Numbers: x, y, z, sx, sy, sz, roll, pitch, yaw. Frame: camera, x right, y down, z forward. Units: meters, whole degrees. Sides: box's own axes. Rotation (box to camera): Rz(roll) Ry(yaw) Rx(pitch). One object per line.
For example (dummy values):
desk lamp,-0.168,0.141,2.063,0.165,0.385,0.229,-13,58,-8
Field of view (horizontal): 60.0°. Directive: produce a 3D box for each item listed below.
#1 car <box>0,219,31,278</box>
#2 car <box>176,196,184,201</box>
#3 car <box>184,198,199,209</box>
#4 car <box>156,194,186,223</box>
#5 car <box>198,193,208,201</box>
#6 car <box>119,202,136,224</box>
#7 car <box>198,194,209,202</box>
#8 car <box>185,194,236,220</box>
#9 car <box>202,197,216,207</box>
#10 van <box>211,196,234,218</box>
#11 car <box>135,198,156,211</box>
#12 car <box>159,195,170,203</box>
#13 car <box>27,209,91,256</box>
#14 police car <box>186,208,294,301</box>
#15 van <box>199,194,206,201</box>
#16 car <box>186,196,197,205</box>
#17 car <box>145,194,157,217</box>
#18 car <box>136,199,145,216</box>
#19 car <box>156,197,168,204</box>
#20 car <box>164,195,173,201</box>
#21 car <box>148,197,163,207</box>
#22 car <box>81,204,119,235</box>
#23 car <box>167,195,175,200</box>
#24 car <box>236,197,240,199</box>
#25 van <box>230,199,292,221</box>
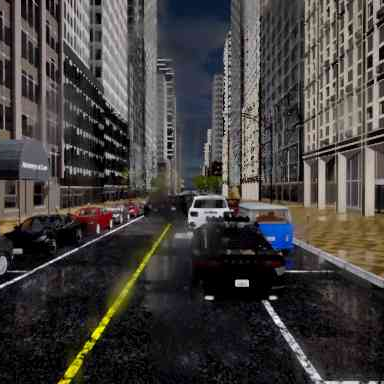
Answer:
car,-5.706,1.549,7.367,2.008,1.369,4.403,-1,0,0
car,-3.071,1.578,83.372,1.895,1.301,4.718,0,0,0
car,-0.027,1.553,45.684,1.994,1.385,4.181,0,0,1
car,-0.165,1.214,24.787,2.150,2.045,5.566,-1,0,24
car,2.611,1.293,81.262,2.192,1.841,5.009,-1,0,0
car,-5.721,1.545,24.418,2.008,1.369,4.403,-1,0,0
car,2.615,1.295,75.578,2.192,1.841,5.009,-1,0,0
car,0.883,1.220,18.434,2.150,2.045,5.566,0,0,0
car,2.637,1.538,52.843,2.008,1.369,4.403,-1,0,0
van,2.654,1.334,30.109,1.690,1.788,3.998,-1,0,0
car,-5.735,1.541,41.469,2.008,1.369,4.403,-1,0,0
car,-5.759,1.422,69.887,1.967,1.590,4.097,-1,0,0
car,-5.710,1.563,13.051,1.947,1.339,4.313,-1,0,0
police car,0.891,1.423,8.513,1.930,1.638,5.238,0,0,0
van,2.606,1.317,86.946,1.690,1.788,3.998,-1,0,0
car,-0.052,1.511,59.413,1.812,1.442,4.674,0,0,0
car,-3.126,1.214,31.400,2.150,2.045,5.566,0,0,0
car,-5.725,1.575,30.102,1.802,1.307,4.206,-1,0,0
car,-5.753,1.565,64.204,1.802,1.307,4.206,-1,0,0
car,-5.767,1.503,81.085,1.752,1.417,4.829,-1,0,0
car,-5.744,1.538,52.836,2.008,1.369,4.403,-1,0,0
car,-5.715,1.540,18.735,1.887,1.381,4.507,-1,0,0
car,-5.777,1.539,92.622,1.947,1.339,4.313,-1,0,0
car,2.658,1.309,24.425,2.192,1.841,5.009,-1,0,0
van,2.668,1.338,13.058,1.690,1.788,3.998,-1,0,0
